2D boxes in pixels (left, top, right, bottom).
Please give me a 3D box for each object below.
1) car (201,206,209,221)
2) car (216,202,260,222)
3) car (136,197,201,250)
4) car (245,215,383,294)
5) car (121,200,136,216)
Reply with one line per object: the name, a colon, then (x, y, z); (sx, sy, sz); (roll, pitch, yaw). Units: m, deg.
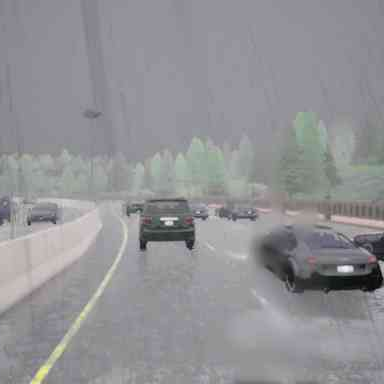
car: (-0.219, 1.536, 26.821); (2.033, 1.411, 5.357); (0, 0, -15)
car: (3.508, 1.524, 26.368); (2.033, 1.411, 5.357); (0, 0, -14)
car: (-1.222, 1.218, 14.633); (2.150, 2.045, 5.566); (0, 0, -8)
car: (2.981, 1.550, 8.828); (1.994, 1.385, 4.181); (0, 0, -5)
car: (-5.639, 1.508, 32.303); (1.837, 1.490, 4.892); (0, 0, -19)
